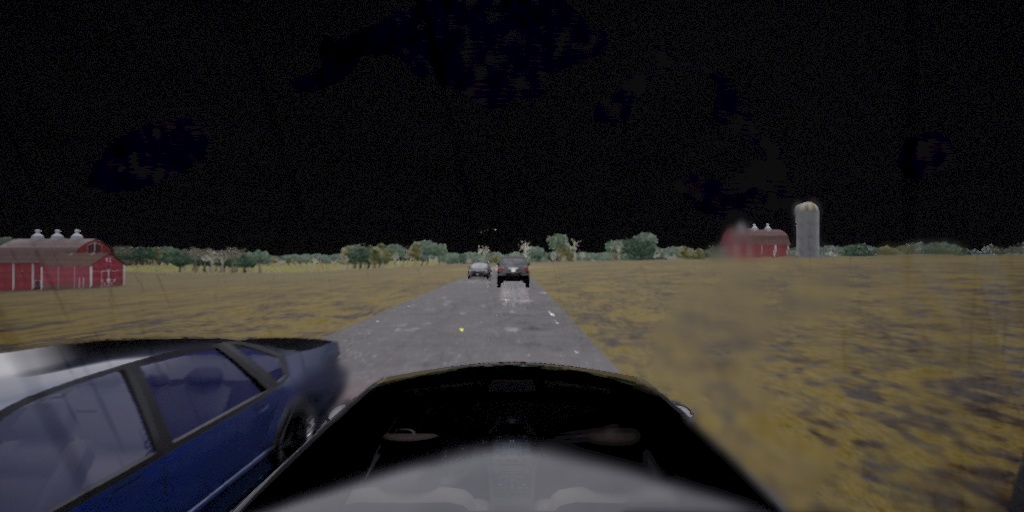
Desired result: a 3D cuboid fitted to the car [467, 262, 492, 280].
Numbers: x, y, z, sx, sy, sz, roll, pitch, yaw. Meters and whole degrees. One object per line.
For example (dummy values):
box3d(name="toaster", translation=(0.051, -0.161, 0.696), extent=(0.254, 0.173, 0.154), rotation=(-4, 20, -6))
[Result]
box3d(name="car", translation=(-2.851, 1.269, 32.267), extent=(1.882, 1.535, 5.008), rotation=(0, 0, 0))

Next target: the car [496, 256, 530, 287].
box3d(name="car", translation=(0.093, 0.984, 24.837), extent=(2.150, 2.045, 5.566), rotation=(0, 0, 0))

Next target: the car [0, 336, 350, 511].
box3d(name="car", translation=(-2.849, 1.298, 1.973), extent=(2.033, 1.411, 5.357), rotation=(0, 0, 0))
